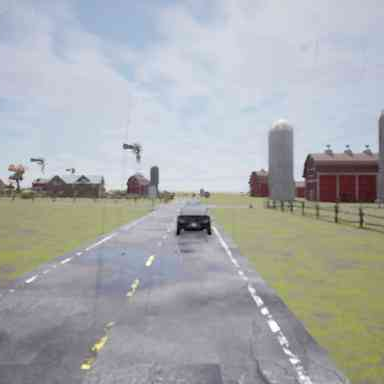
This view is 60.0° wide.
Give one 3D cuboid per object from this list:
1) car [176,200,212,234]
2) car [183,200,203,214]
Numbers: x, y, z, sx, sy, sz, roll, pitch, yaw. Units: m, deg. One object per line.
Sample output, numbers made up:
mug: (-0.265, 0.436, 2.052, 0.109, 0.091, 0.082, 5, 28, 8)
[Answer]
car: (0.096, 1.491, 19.241, 1.882, 1.535, 5.008, 0, 0, 0)
car: (0.099, 1.592, 35.900, 1.994, 1.385, 4.181, 0, 0, 0)
